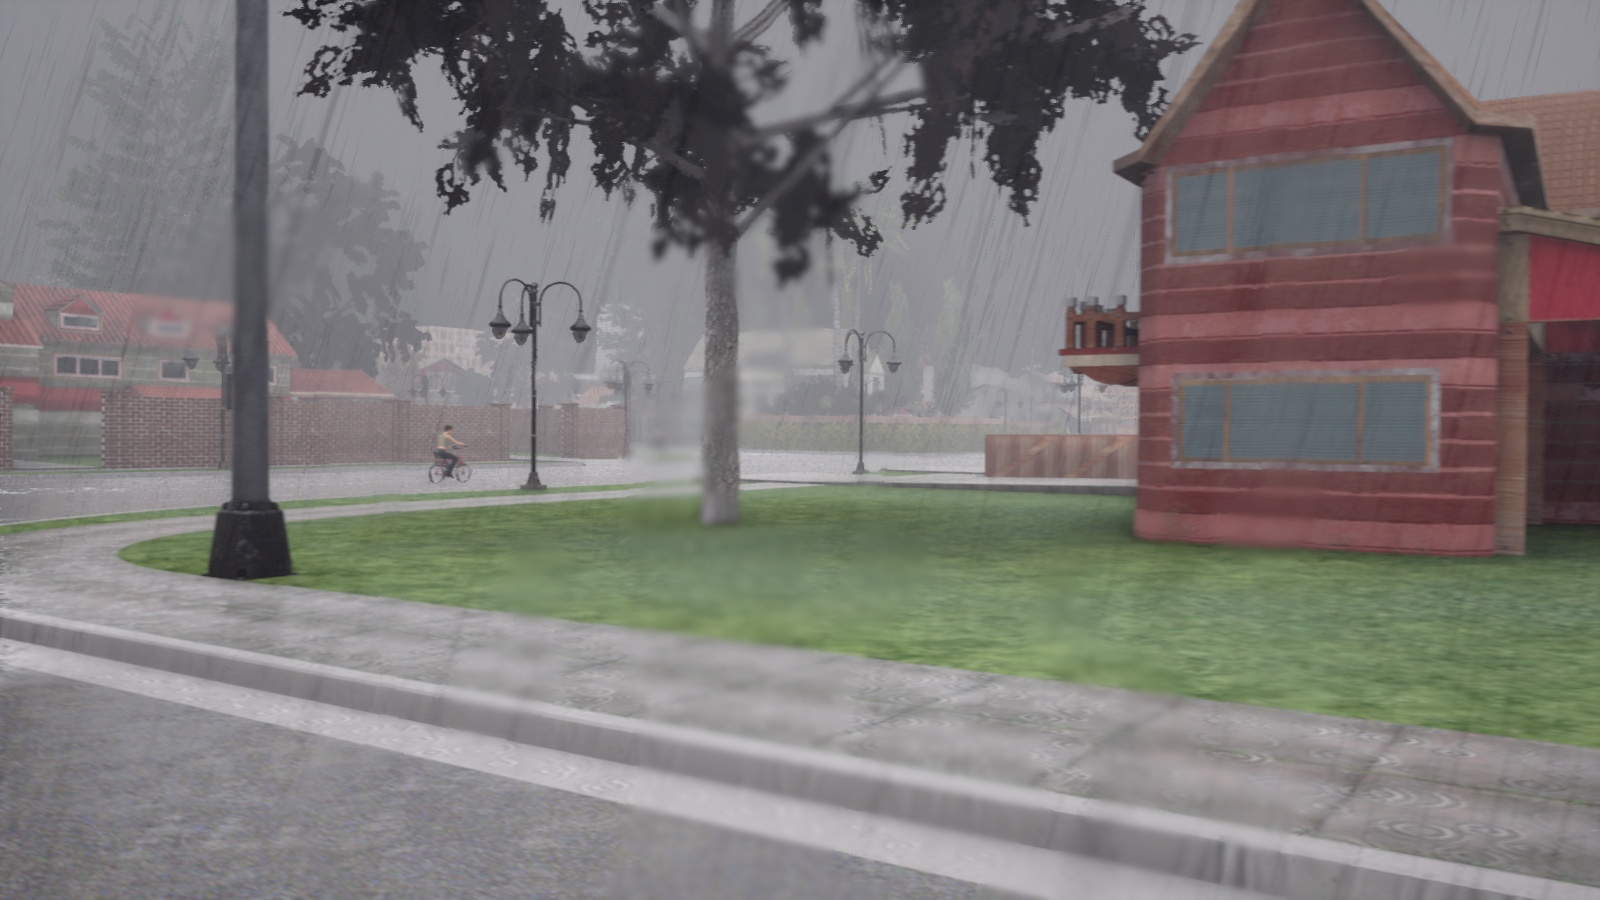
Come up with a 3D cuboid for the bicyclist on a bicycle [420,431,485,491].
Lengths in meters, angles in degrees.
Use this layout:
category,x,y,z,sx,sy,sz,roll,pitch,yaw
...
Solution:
category,x,y,z,sx,sy,sz,roll,pitch,yaw
bicyclist on a bicycle,-9.493,0.286,34.313,0.866,1.612,1.509,0,1,32
